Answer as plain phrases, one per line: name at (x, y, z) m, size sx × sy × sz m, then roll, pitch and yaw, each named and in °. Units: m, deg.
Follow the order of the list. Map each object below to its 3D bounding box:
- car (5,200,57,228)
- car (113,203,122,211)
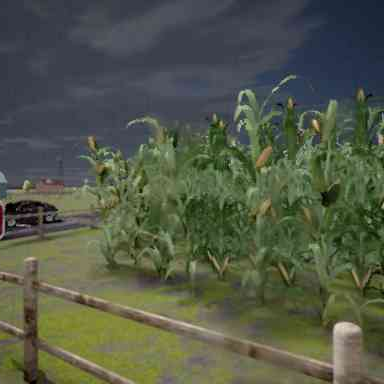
car at (-10.858, 1.306, 21.150) m, size 1.837 × 1.490 × 4.892 m, roll 1°, pitch 1°, yaw 23°
car at (-5.998, 1.160, 33.120) m, size 1.895 × 1.301 × 4.718 m, roll 1°, pitch 1°, yaw 21°
